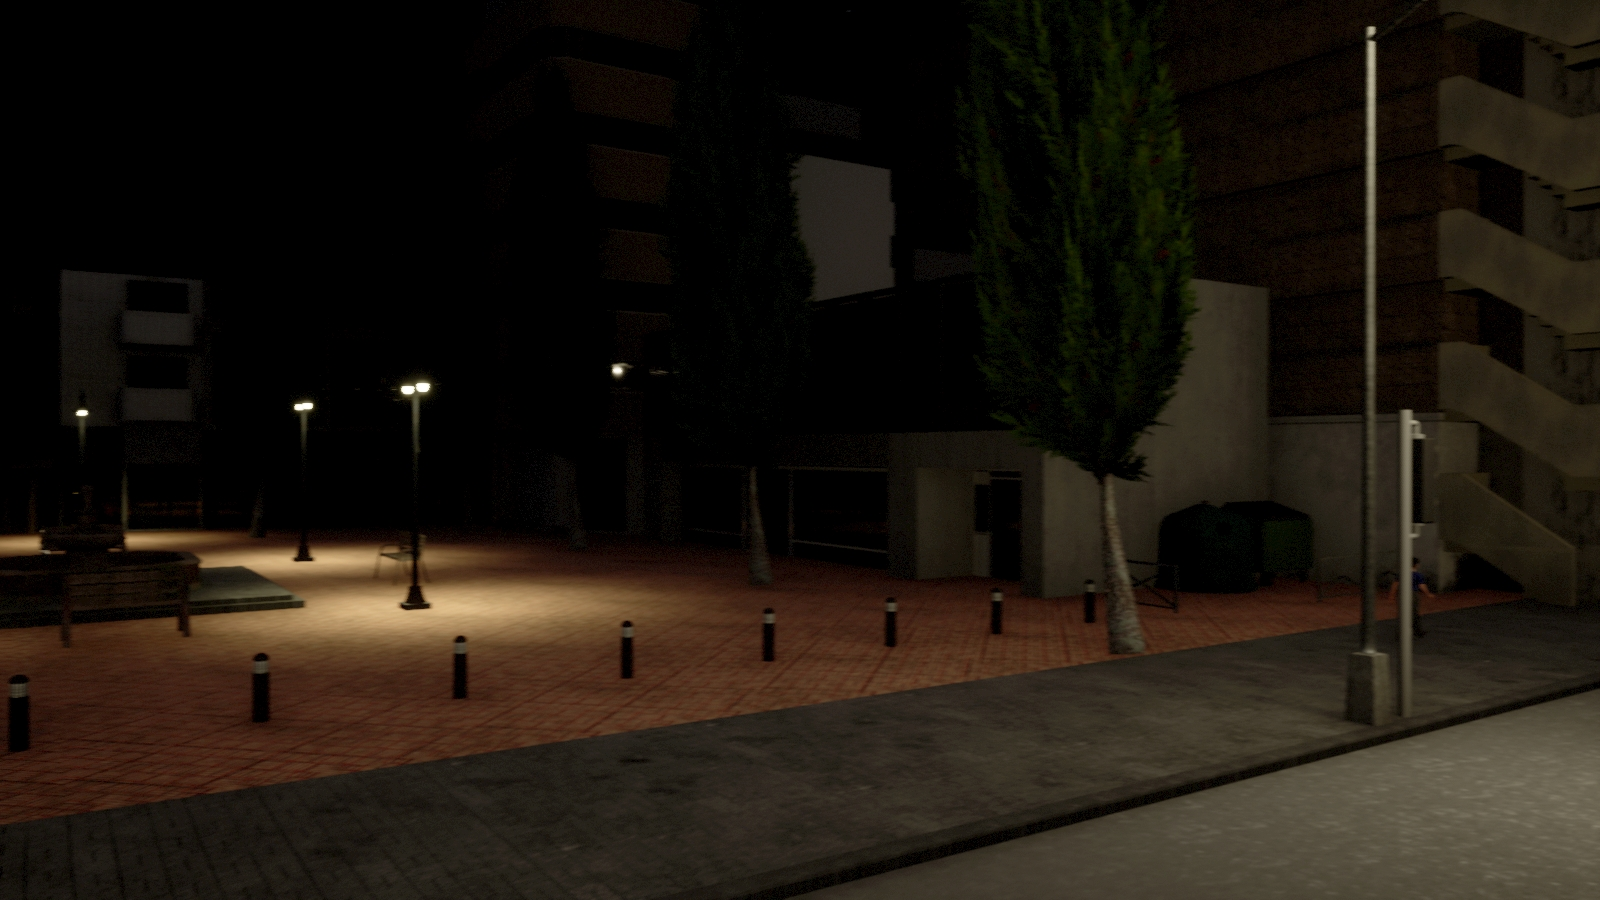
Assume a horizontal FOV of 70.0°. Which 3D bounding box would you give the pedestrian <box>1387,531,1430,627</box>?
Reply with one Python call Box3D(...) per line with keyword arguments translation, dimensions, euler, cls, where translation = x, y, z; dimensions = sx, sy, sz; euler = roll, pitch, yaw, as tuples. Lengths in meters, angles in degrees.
Box3D(translation=(8.603, 1.819, 16.150), dimensions=(0.375, 1.300, 0.375), euler=(0, 0, -23), cls="pedestrian")
